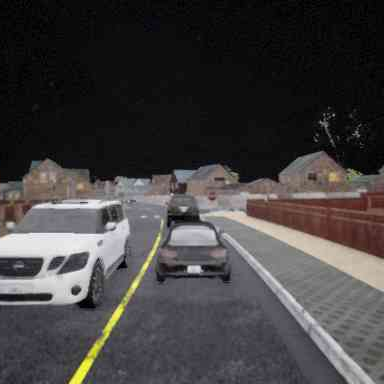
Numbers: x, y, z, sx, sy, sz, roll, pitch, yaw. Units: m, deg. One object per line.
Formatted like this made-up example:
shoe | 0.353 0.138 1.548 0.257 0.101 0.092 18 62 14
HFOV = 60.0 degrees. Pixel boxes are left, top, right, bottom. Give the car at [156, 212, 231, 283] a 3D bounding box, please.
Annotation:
car | 0.009 1.528 9.575 1.812 1.442 4.674 0 0 -1

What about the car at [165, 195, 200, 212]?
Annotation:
car | -0.713 1.235 23.498 2.150 2.045 5.566 0 0 -4

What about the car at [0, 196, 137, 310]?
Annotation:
car | -2.904 1.223 8.158 2.150 2.045 5.566 0 0 -1

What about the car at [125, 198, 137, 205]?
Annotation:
car | -12.673 1.877 68.958 1.895 1.301 4.718 0 0 -18

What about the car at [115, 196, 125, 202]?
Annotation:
car | -18.269 1.753 84.102 1.812 1.442 4.674 0 0 -22
